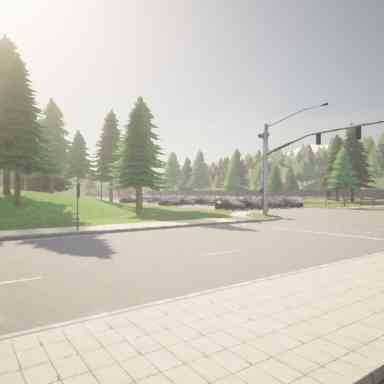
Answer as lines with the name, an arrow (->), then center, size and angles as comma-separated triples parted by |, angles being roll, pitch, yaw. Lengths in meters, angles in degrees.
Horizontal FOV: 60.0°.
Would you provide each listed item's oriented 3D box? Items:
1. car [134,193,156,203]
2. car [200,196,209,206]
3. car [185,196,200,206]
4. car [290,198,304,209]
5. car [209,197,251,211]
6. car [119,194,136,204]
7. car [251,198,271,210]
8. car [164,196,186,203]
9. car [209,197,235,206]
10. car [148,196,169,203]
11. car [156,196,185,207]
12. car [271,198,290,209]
car -> -10.191, 1.218, 67.851 | 2.150, 2.045, 5.566 | 0, 0, -35
car -> 1.821, 1.491, 56.716 | 2.128, 1.511, 4.902 | 0, 0, -35
car -> -1.320, 1.492, 55.094 | 2.128, 1.511, 4.902 | 0, 0, -35
car -> 13.439, 1.564, 46.272 | 1.994, 1.385, 4.181 | 0, 0, -35
car -> 4.584, 1.526, 40.605 | 1.812, 1.442, 4.674 | 0, 0, -35
car -> -12.405, 1.602, 64.874 | 1.895, 1.301, 4.718 | 0, 0, -34
car -> 7.237, 1.491, 42.920 | 2.128, 1.511, 4.902 | 0, 0, -35
car -> -3.672, 1.535, 70.763 | 2.033, 1.411, 5.357 | 0, 0, -35
car -> 5.242, 1.601, 57.937 | 1.895, 1.301, 4.718 | 0, 0, -35
car -> -7.017, 1.540, 69.435 | 2.033, 1.411, 5.357 | 0, 0, -35
car -> -3.402, 1.563, 51.966 | 1.994, 1.385, 4.181 | 0, 0, -35
car -> 10.304, 1.526, 44.649 | 1.812, 1.442, 4.674 | 0, 0, -35
